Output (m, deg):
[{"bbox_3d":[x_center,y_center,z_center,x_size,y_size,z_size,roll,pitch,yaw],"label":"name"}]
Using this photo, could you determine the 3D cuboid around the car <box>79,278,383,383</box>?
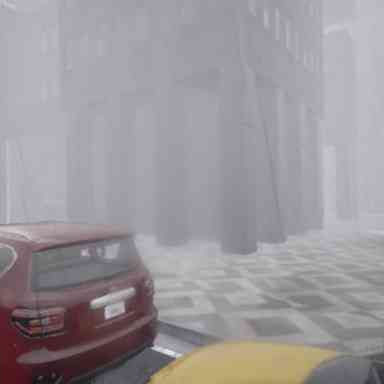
[{"bbox_3d":[1.657,1.521,1.785,4.829,1.417,1.752,-1,-1,35],"label":"car"}]

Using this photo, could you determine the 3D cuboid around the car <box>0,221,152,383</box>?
[{"bbox_3d":[-2.769,1.364,4.939,5.009,1.841,2.192,-1,-1,35],"label":"car"}]
